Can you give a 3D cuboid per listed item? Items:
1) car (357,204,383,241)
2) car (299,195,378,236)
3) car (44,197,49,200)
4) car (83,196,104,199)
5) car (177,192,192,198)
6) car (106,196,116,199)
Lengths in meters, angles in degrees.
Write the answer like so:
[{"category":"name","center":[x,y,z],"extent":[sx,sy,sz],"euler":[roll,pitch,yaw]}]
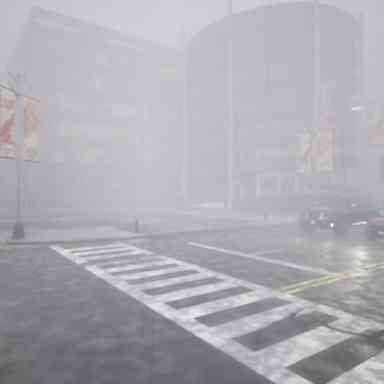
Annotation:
[{"category":"car","center":[9.998,1.444,15.425],"extent":[5.008,1.535,1.882],"euler":[0,0,-35]},{"category":"car","center":[8.402,1.187,18.583],"extent":[5.566,2.045,2.150],"euler":[0,0,-36]},{"category":"car","center":[-25.744,1.386,57.003],"extent":[2.161,1.482,4.786],"euler":[0,0,-36]},{"category":"car","center":[-15.269,1.286,49.519],"extent":[2.002,1.452,4.674],"euler":[0,0,-36]},{"category":"car","center":[-1.576,0.943,74.947],"extent":[2.435,2.045,5.566],"euler":[0,0,-36]},{"category":"car","center":[-16.092,1.413,63.451],"extent":[1.895,1.301,4.718],"euler":[0,0,-36]}]
